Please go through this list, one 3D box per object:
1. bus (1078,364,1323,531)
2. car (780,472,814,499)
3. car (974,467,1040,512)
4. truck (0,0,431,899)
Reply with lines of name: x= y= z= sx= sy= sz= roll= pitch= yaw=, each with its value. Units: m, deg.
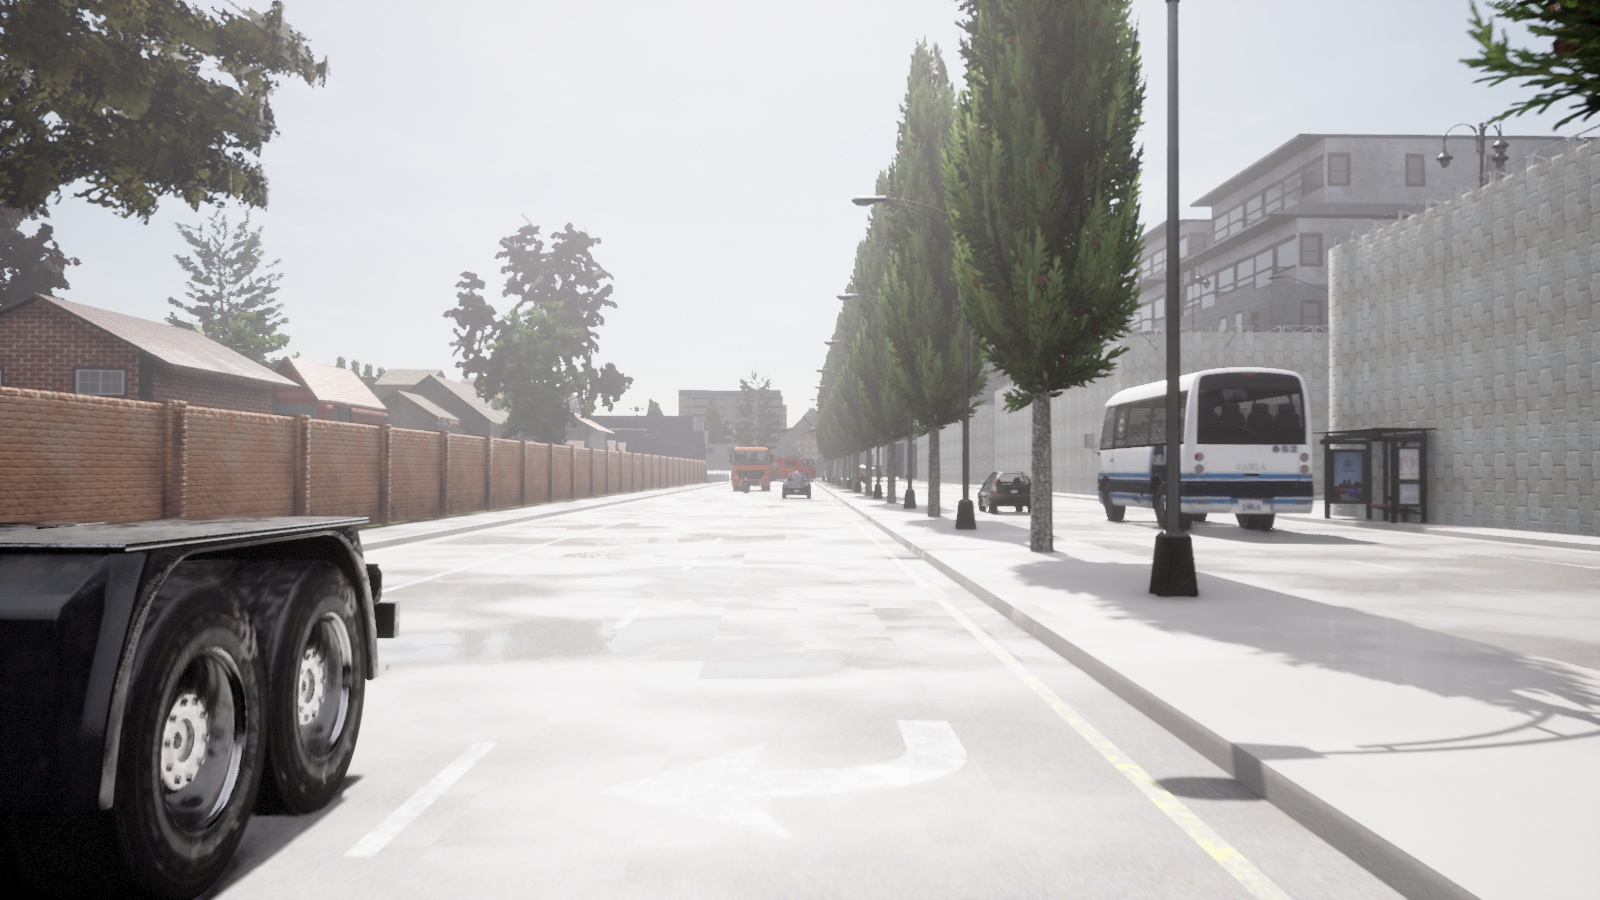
bus: x=11.404 y=0.017 z=37.320 sx=3.944 sy=4.253 sz=10.273 roll=0 pitch=-1 yaw=0
car: x=-0.174 y=2.032 z=71.819 sx=1.845 sy=1.501 sz=3.633 roll=0 pitch=-1 yaw=0
car: x=7.883 y=1.485 z=48.188 sx=1.851 sy=1.617 sz=3.988 roll=0 pitch=-1 yaw=0
truck: x=-3.512 y=-0.101 z=3.092 sx=2.891 sy=3.462 sz=7.936 roll=0 pitch=-1 yaw=0
